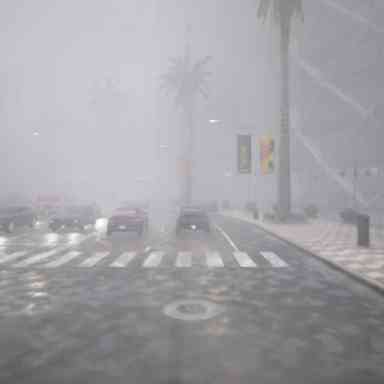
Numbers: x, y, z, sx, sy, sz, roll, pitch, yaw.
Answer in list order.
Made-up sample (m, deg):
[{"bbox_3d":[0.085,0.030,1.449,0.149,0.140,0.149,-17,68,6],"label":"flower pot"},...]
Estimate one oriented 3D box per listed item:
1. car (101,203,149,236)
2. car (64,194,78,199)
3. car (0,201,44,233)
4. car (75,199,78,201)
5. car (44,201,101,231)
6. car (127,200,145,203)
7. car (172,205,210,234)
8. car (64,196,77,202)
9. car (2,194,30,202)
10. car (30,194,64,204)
[{"bbox_3d":[-3.509,1.538,18.532,1.812,1.442,4.674,0,0,-3],"label":"car"},{"bbox_3d":[-19.183,1.254,49.144,5.566,2.045,2.150,0,0,35],"label":"car"},{"bbox_3d":[-10.842,1.518,19.651,1.837,1.490,4.892,0,0,-3],"label":"car"},{"bbox_3d":[-9.584,1.622,31.011,1.895,1.301,4.718,0,0,-22],"label":"car"},{"bbox_3d":[-7.382,1.562,21.244,2.033,1.411,5.357,0,0,-4],"label":"car"},{"bbox_3d":[-7.236,1.629,41.763,1.895,1.301,4.718,0,0,-34],"label":"car"},{"bbox_3d":[-0.068,1.518,19.372,1.837,1.490,4.892,0,0,-4],"label":"car"},{"bbox_3d":[-16.763,1.554,42.200,1.812,1.442,4.674,0,0,-44],"label":"car"},{"bbox_3d":[-22.284,1.251,42.499,5.566,2.045,2.150,0,0,39],"label":"car"},{"bbox_3d":[-12.745,1.239,29.533,2.150,2.045,5.566,0,0,-22],"label":"car"}]
